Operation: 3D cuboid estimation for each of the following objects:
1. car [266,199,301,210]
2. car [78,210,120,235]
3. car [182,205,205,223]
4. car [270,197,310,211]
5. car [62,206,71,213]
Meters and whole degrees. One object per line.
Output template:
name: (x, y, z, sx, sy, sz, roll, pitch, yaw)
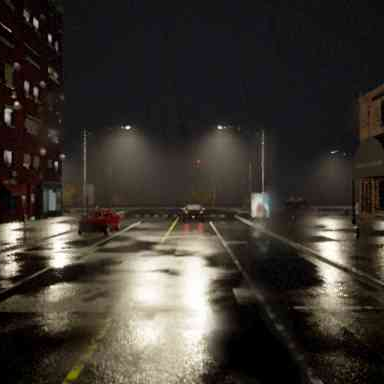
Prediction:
car: (14.464, 1.973, 52.624, 4.902, 1.511, 2.128, 0, 0, 1)
car: (-5.653, 1.797, 20.639, 1.887, 1.381, 4.507, -1, -1, 0)
car: (0.139, 1.849, 29.245, 2.128, 1.511, 4.902, 0, -1, 1)
car: (14.549, 1.703, 49.371, 5.566, 2.045, 2.150, 0, 0, 0)
car: (-19.322, 2.302, 46.259, 4.718, 1.301, 1.895, 0, 0, 1)
